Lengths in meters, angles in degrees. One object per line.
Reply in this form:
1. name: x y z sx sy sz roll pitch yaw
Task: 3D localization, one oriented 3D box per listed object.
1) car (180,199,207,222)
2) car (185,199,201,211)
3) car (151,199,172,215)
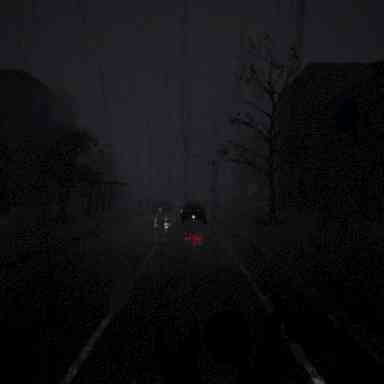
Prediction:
1. car: 0.108 1.515 26.025 1.837 1.490 4.892 0 0 0
2. car: 0.112 1.622 42.915 2.033 1.411 5.357 0 -1 0
3. car: -3.084 1.505 34.714 2.128 1.511 4.902 0 0 0
